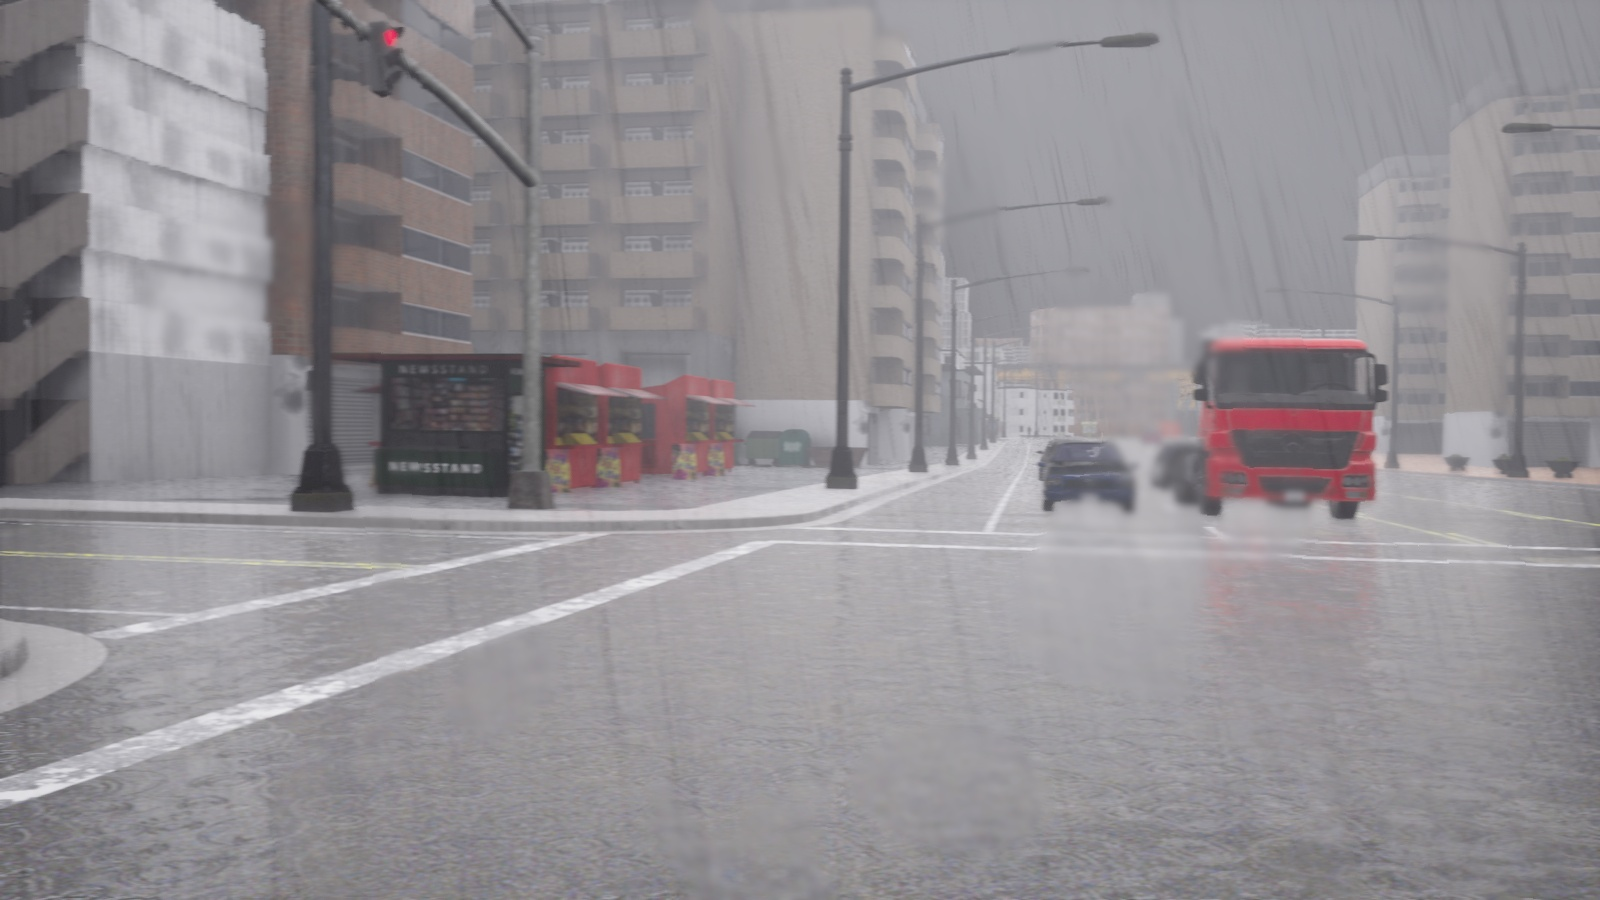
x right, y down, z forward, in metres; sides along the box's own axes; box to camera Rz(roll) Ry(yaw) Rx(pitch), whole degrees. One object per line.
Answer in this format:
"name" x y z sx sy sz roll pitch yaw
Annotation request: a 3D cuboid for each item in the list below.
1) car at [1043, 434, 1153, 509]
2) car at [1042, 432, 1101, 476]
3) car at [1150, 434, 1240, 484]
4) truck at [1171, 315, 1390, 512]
"car" 6.177 0.384 26.530 2.033 1.411 5.357 0 1 11
"car" 9.893 0.134 46.039 2.007 1.525 4.514 0 0 11
"car" 12.041 0.251 38.610 2.033 1.411 5.357 0 0 11
"truck" 9.669 -0.672 26.213 2.891 3.462 7.936 0 1 11
